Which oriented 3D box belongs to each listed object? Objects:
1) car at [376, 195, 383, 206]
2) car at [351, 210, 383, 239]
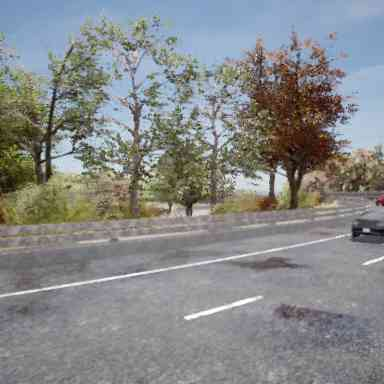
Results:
[{"bbox_3d":[36.180,1.624,61.965,2.150,2.045,5.566,0,0,14],"label":"car"},{"bbox_3d":[9.790,1.645,17.182,4.674,1.442,1.812,0,0,-45],"label":"car"}]
